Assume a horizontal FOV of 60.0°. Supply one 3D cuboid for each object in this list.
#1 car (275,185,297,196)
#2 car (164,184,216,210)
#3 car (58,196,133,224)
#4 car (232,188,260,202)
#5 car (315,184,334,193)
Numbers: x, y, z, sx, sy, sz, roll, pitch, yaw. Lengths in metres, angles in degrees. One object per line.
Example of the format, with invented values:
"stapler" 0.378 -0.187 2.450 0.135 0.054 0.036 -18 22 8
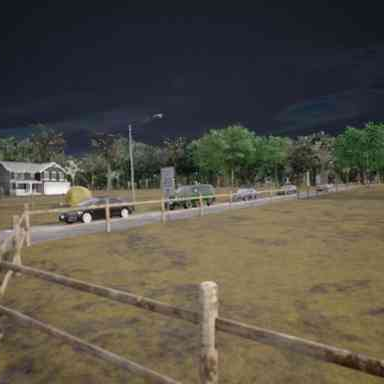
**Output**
"car" 13.490 -0.220 47.408 1.837 1.490 4.892 -3 0 36
"car" -0.072 0.404 28.617 2.150 2.045 5.566 -3 1 36
"car" -5.826 1.066 20.566 1.837 1.490 4.892 -3 1 36
"car" 5.926 0.310 36.944 1.812 1.442 4.674 -3 1 36
"car" 21.256 -0.646 53.324 1.994 1.385 4.181 -3 1 36
